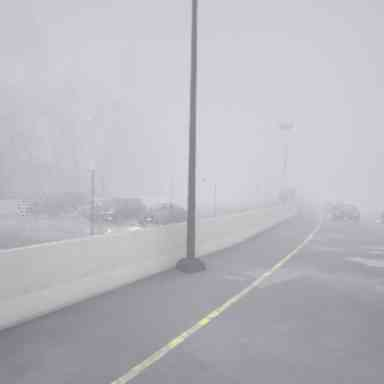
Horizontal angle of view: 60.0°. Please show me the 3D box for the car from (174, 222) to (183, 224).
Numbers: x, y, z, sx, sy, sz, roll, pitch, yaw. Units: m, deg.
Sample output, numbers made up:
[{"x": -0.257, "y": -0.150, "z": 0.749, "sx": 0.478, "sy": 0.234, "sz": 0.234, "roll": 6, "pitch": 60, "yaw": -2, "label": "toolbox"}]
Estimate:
[{"x": -1.686, "y": 1.433, "z": 21.443, "sx": 1.994, "sy": 1.385, "sz": 4.181, "roll": 1, "pitch": 0, "yaw": 25, "label": "car"}]

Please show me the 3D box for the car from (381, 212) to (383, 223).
[{"x": 14.694, "y": 1.687, "z": 23.442, "sx": 1.994, "sy": 1.385, "sz": 4.181, "roll": 1, "pitch": 0, "yaw": 23, "label": "car"}]

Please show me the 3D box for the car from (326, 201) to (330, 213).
[{"x": 16.380, "y": 1.684, "z": 38.020, "sx": 1.895, "sy": 1.301, "sz": 4.718, "roll": 1, "pitch": 0, "yaw": 18, "label": "car"}]

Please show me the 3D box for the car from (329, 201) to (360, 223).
[{"x": 12.291, "y": 1.670, "z": 26.753, "sx": 1.895, "sy": 1.301, "sz": 4.718, "roll": 1, "pitch": 0, "yaw": 22, "label": "car"}]
